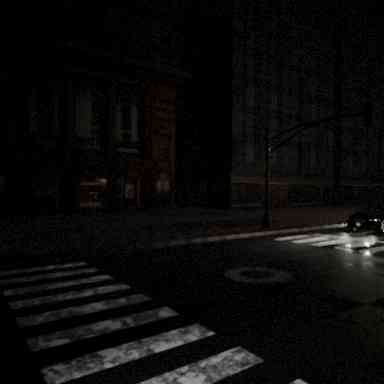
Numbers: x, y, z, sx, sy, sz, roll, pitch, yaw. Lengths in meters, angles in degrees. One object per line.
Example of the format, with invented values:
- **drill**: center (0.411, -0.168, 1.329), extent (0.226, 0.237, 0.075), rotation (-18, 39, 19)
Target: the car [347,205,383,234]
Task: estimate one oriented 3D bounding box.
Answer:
- **car**: center (11.048, 1.502, 19.542), extent (4.902, 1.511, 2.128), rotation (0, 0, -35)
